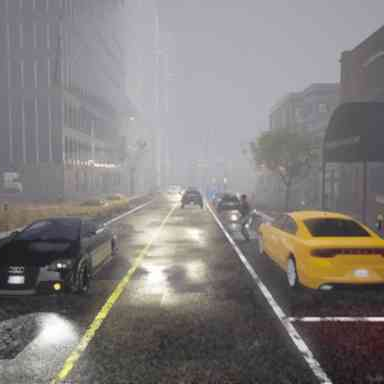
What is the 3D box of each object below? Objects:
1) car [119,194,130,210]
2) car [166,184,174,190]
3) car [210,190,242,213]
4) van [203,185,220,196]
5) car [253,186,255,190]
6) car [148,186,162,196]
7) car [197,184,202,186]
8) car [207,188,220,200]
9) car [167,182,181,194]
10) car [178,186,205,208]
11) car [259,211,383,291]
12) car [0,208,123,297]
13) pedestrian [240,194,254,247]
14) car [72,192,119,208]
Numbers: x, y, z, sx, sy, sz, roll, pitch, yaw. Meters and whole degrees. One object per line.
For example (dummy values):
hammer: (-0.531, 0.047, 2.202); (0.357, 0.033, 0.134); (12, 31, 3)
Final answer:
car: (-5.740, 0.725, 24.541); (1.752, 1.417, 4.829); (-1, 2, 0)
car: (-5.978, -1.396, 90.129); (1.752, 1.417, 4.829); (-1, 2, 0)
car: (2.641, 0.761, 24.713); (1.947, 1.339, 4.313); (-1, 2, 0)
van: (2.612, -0.001, 41.300); (1.690, 1.788, 3.998); (-1, 2, 0)
car: (16.411, -1.029, 75.638); (5.009, 1.841, 2.192); (1, 2, 1)
car: (-5.784, -0.261, 52.368); (1.967, 1.590, 4.097); (-1, 2, 0)
car: (0.012, -0.045, 46.865); (1.882, 1.535, 5.008); (0, 2, 0)
car: (2.633, 0.598, 30.245); (1.802, 1.307, 4.206); (-1, 2, 0)
car: (-3.096, -0.679, 58.630); (2.150, 2.045, 5.566); (0, 2, 0)
car: (0.018, 0.555, 29.211); (1.837, 1.490, 4.892); (0, 2, 0)
car: (2.987, 1.203, 8.335); (1.882, 1.535, 5.008); (0, 2, 0)
car: (-3.113, 1.303, 7.878); (1.994, 1.385, 4.181); (0, 2, 0)
pedestrian: (1.815, 0.924, 11.275); (0.375, 1.860, 0.375); (-1, 3, -2)
car: (-5.731, 0.904, 19.009); (1.752, 1.417, 4.829); (-1, 2, 0)
